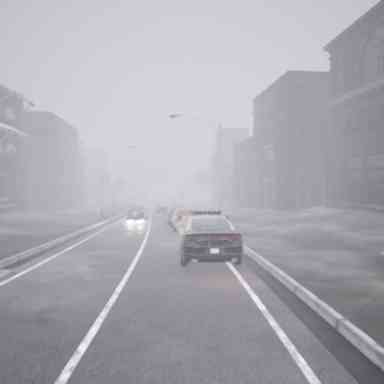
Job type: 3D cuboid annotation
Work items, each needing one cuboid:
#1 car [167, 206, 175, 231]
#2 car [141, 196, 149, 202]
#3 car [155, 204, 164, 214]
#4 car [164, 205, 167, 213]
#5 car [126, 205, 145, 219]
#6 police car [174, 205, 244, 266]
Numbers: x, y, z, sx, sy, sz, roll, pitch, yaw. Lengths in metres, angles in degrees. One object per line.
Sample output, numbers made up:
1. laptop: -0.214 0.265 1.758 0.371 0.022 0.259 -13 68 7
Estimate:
1. car: -0.448 1.677 22.006 1.801 1.575 5.366 0 -1 -6
2. car: -10.877 1.693 77.610 1.837 1.490 4.892 0 2 -7
3. car: -4.485 2.476 49.000 1.895 1.301 4.718 0 0 -6
4. car: -1.114 1.868 27.814 1.882 1.535 5.008 0 -2 -7
5. car: -6.220 2.212 37.125 2.128 1.511 4.902 0 -1 -7
6. police car: 0.472 1.466 11.846 1.930 1.638 5.238 0 -1 -4
